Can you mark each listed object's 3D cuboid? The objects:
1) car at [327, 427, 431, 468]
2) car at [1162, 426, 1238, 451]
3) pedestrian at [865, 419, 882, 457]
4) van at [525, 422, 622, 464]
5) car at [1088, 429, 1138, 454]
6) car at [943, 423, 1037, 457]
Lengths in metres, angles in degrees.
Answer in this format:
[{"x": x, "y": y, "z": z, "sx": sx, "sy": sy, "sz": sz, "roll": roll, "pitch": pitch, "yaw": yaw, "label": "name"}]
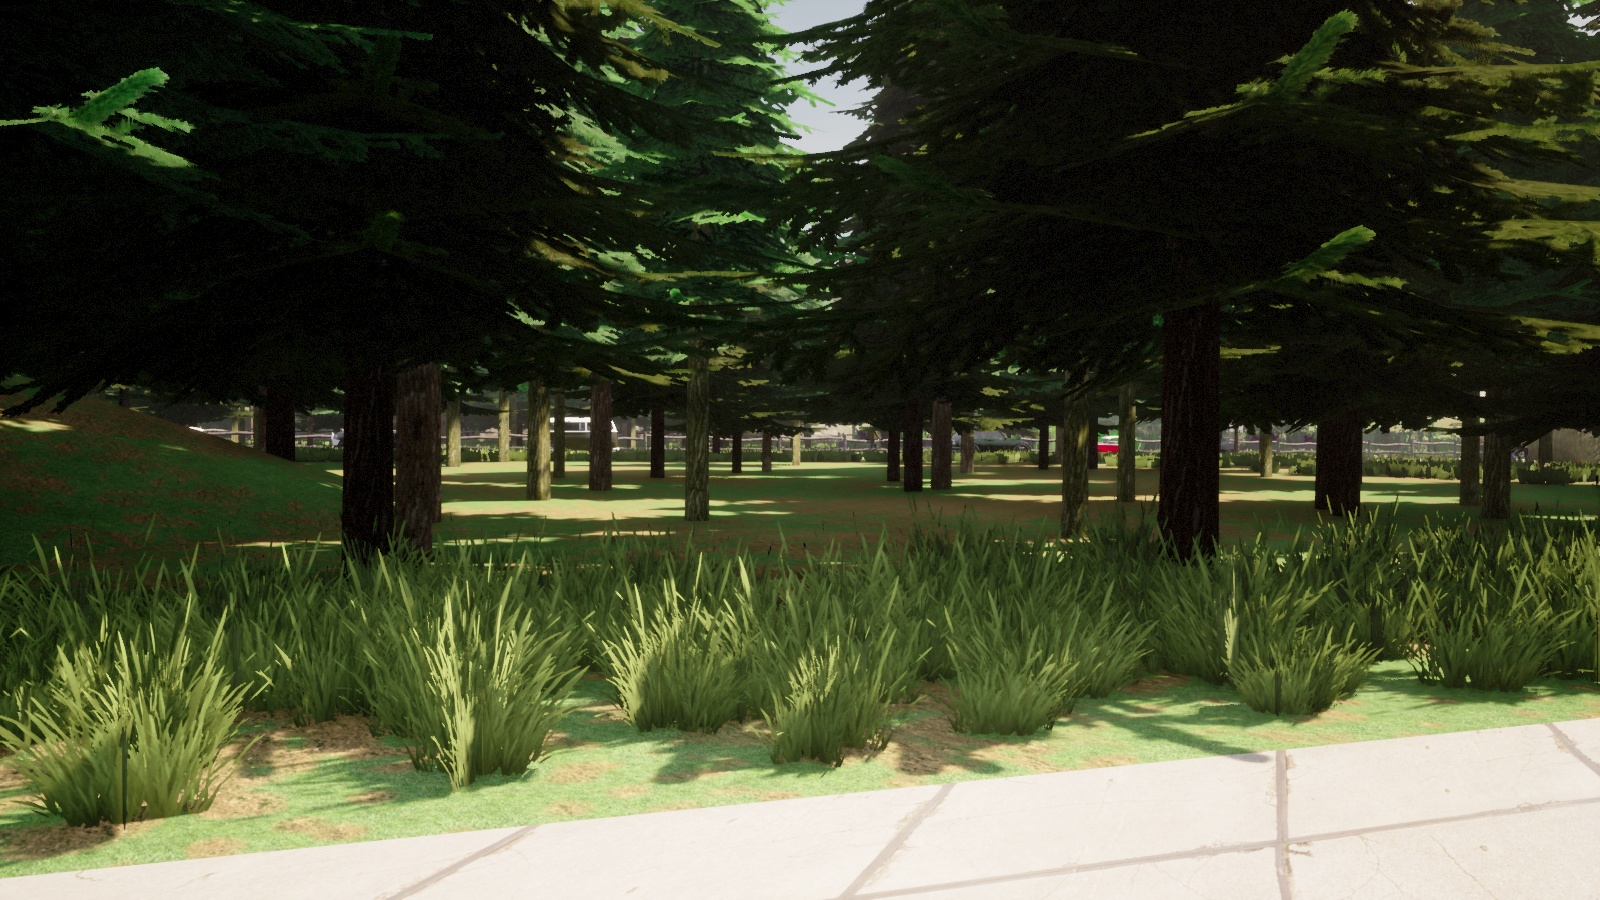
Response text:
[{"x": -20.162, "y": -0.146, "z": 60.132, "sx": 4.605, "sy": 1.855, "sz": 1.932, "roll": -1, "pitch": 1, "yaw": -21, "label": "car"}, {"x": 24.365, "y": -0.702, "z": 76.522, "sx": 4.193, "sy": 1.474, "sz": 1.816, "roll": -1, "pitch": 1, "yaw": -19, "label": "car"}, {"x": 3.616, "y": -0.590, "z": 61.468, "sx": 0.726, "sy": 1.835, "sz": 0.370, "roll": -1, "pitch": 1, "yaw": -23, "label": "pedestrian"}, {"x": -11.461, "y": -0.387, "z": 63.432, "sx": 4.480, "sy": 2.038, "sz": 2.069, "roll": -1, "pitch": 1, "yaw": -21, "label": "van"}, {"x": 17.551, "y": -0.491, "z": 70.444, "sx": 2.207, "sy": 1.376, "sz": 1.481, "roll": -1, "pitch": 1, "yaw": -19, "label": "car"}, {"x": 10.253, "y": -0.567, "z": 67.888, "sx": 4.553, "sy": 1.767, "sz": 2.097, "roll": -1, "pitch": 1, "yaw": -20, "label": "car"}]
